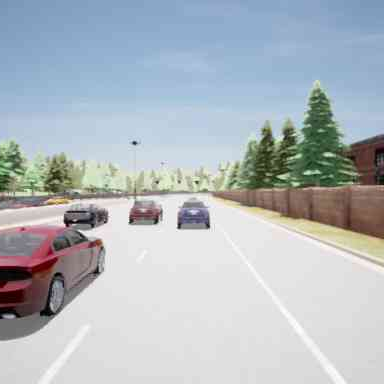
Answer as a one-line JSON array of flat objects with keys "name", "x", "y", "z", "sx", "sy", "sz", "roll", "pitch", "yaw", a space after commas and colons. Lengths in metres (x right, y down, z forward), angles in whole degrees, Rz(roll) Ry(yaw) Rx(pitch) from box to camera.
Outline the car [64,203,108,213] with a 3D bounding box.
[{"name": "car", "x": -6.897, "y": 1.490, "z": 22.084, "sx": 2.128, "sy": 1.511, "sz": 4.902, "roll": 0, "pitch": 0, "yaw": 0}]

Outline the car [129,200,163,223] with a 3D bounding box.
[{"name": "car", "x": -3.396, "y": 1.350, "z": 25.272, "sx": 2.097, "sy": 1.767, "sz": 4.553, "roll": 0, "pitch": 0, "yaw": 0}]

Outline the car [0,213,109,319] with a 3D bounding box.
[{"name": "car", "x": -3.398, "y": 1.477, "z": 7.505, "sx": 1.882, "sy": 1.535, "sz": 5.008, "roll": 0, "pitch": 0, "yaw": 0}]

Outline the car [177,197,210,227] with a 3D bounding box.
[{"name": "car", "x": 0.103, "y": 1.350, "z": 22.683, "sx": 2.097, "sy": 1.767, "sz": 4.553, "roll": 0, "pitch": 0, "yaw": 0}]

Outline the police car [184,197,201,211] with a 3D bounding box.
[{"name": "police car", "x": 0.105, "y": 1.500, "z": 42.975, "sx": 2.038, "sy": 1.542, "sz": 4.974, "roll": 0, "pitch": 0, "yaw": 0}]

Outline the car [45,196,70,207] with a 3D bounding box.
[{"name": "car", "x": -21.044, "y": 1.474, "z": 52.407, "sx": 1.882, "sy": 1.535, "sz": 5.008, "roll": 0, "pitch": 0, "yaw": 0}]

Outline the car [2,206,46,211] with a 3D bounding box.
[{"name": "car", "x": -14.075, "y": 1.350, "z": 28.220, "sx": 2.097, "sy": 1.767, "sz": 4.553, "roll": 0, "pitch": 0, "yaw": 0}]
